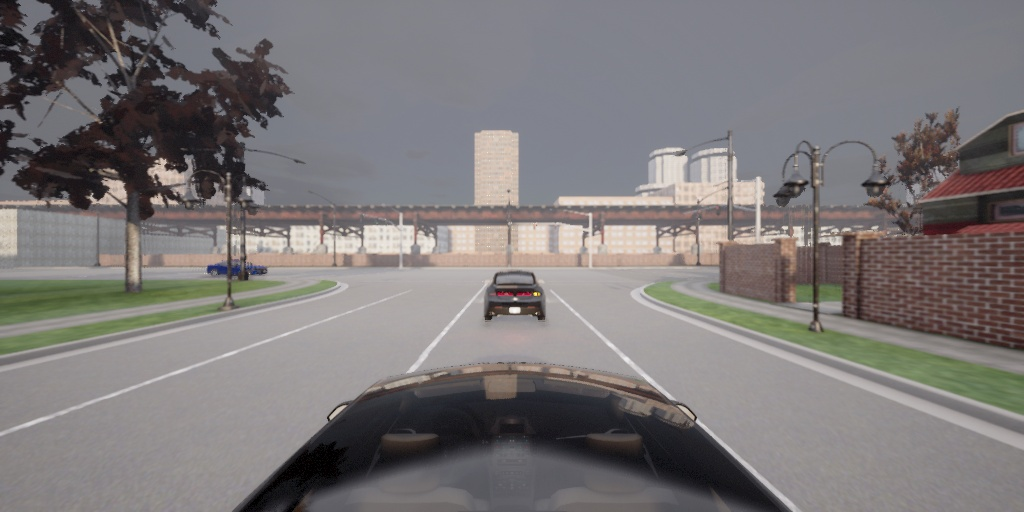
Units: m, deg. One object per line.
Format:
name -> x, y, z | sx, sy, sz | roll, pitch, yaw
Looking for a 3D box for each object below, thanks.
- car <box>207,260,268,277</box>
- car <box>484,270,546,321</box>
car -> -25.502, 1.138, 33.389 | 5.008, 1.535, 1.882 | 0, 0, 2
car -> 0.086, 1.225, 12.236 | 1.837, 1.490, 4.892 | 0, 0, 0
